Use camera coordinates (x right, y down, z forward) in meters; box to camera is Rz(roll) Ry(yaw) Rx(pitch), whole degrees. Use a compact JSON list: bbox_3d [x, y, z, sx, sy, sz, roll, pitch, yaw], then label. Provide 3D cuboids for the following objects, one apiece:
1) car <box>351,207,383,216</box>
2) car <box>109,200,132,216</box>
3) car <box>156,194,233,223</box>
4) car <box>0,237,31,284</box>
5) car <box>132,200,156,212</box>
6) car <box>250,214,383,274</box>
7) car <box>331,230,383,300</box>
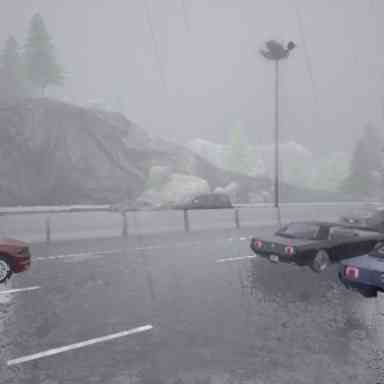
[{"bbox_3d":[10.265,1.511,17.945,5.357,1.411,2.033,0,0,-28],"label":"car"},{"bbox_3d":[-4.831,1.476,29.742,4.181,1.385,1.994,0,0,-30],"label":"car"},{"bbox_3d":[0.479,1.157,24.739,5.566,2.045,2.150,0,0,-29],"label":"car"},{"bbox_3d":[-6.456,1.447,7.641,5.008,1.535,1.882,0,0,-36],"label":"car"},{"bbox_3d":[-2.194,1.447,27.243,4.674,1.442,1.812,0,0,-30],"label":"car"},{"bbox_3d":[4.215,1.577,10.511,4.718,1.301,1.895,0,0,-31],"label":"car"},{"bbox_3d":[5.351,1.588,7.107,4.718,1.301,1.895,0,0,-32],"label":"car"}]
